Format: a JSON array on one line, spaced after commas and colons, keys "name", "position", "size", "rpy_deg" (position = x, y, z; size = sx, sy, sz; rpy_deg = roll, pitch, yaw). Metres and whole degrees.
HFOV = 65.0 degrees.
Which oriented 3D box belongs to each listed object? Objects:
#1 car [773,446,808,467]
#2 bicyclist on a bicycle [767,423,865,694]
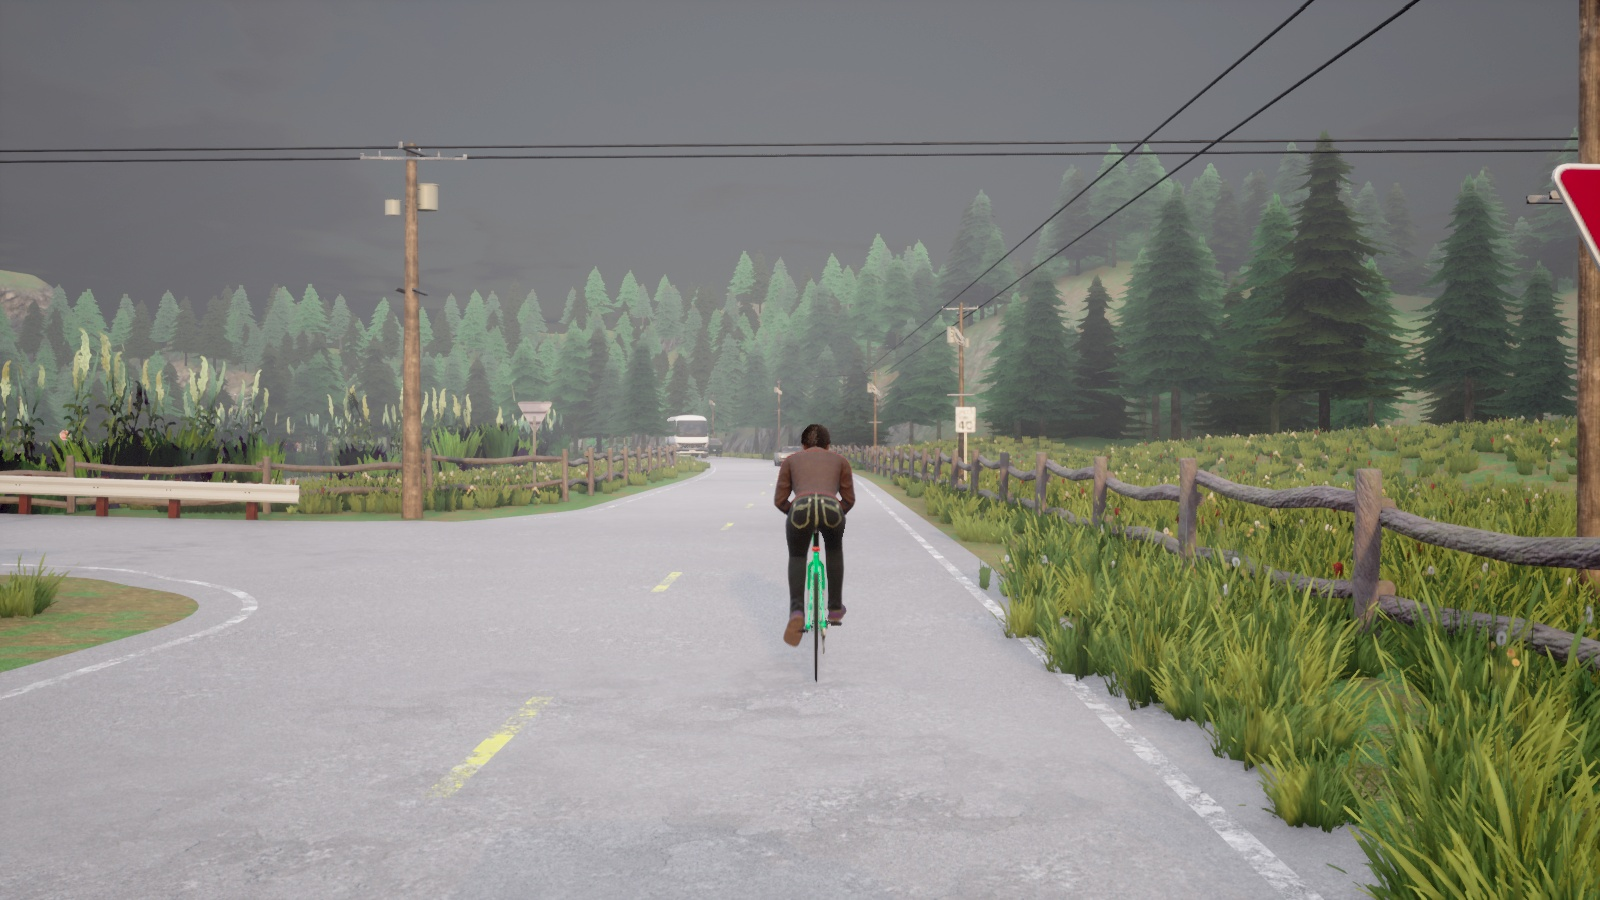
[{"name": "car", "position": [-0.638, 0.398, 79.486], "size": [1.895, 1.301, 4.718], "rpy_deg": [0, 0, -5]}, {"name": "bicyclist on a bicycle", "position": [0.106, 0.652, 8.360], "size": [0.582, 1.620, 1.656], "rpy_deg": [0, 0, 1]}]
